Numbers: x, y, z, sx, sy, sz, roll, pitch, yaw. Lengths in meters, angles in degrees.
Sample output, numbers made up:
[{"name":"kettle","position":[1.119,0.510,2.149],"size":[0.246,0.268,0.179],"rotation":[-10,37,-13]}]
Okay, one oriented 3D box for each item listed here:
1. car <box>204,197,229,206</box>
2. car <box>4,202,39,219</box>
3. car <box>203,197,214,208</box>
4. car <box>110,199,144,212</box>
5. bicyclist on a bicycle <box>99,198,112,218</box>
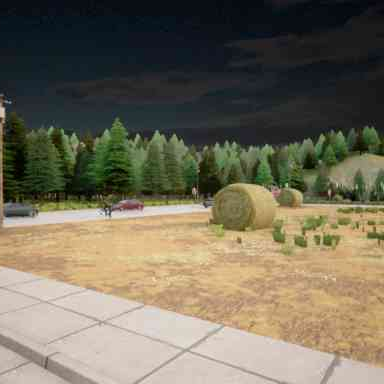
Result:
[{"name":"car","position":[4.108,1.554,54.620],"size":[1.812,1.442,4.674],"rotation":[0,0,37]},{"name":"car","position":[-15.400,1.591,28.384],"size":[1.994,1.385,4.181],"rotation":[0,0,36]},{"name":"car","position":[3.480,1.518,47.815],"size":[2.128,1.511,4.902],"rotation":[0,0,37]},{"name":"car","position":[-7.607,1.553,38.906],"size":[1.812,1.442,4.674],"rotation":[0,0,36]},{"name":"bicyclist on a bicycle","position":[-7.068,1.327,27.067],"size":[1.656,1.620,0.582],"rotation":[0,0,36]}]
